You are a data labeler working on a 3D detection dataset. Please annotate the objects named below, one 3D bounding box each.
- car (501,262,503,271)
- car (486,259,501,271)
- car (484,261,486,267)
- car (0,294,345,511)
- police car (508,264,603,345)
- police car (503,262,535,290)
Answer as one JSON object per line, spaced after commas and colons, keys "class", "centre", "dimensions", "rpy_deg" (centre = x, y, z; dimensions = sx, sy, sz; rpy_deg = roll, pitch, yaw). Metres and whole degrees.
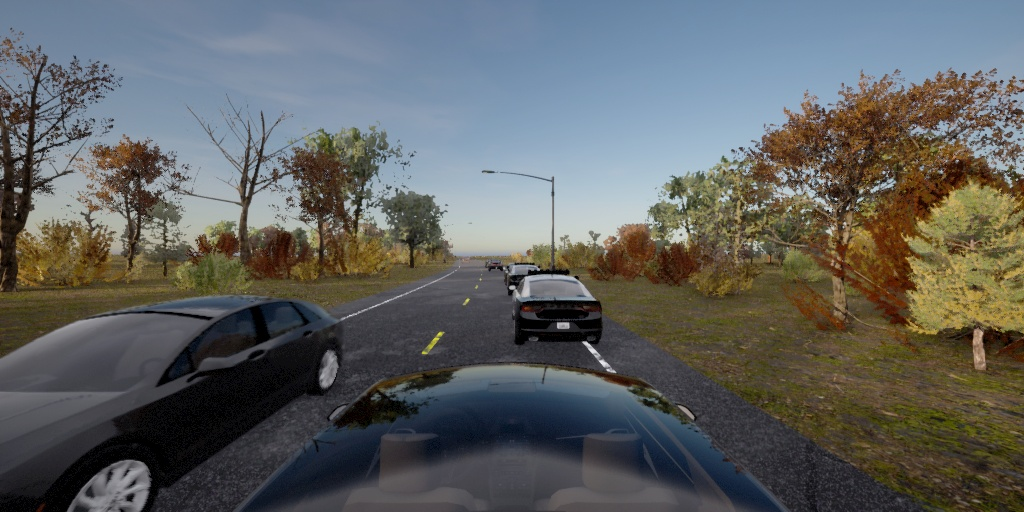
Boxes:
{"class": "car", "centre": [0.405, 1.217, 25.650], "dimensions": [1.882, 1.535, 5.008], "rpy_deg": [0, 0, -3]}
{"class": "car", "centre": [-2.184, 1.234, 47.321], "dimensions": [1.837, 1.490, 4.892], "rpy_deg": [0, 0, -5]}
{"class": "car", "centre": [-3.535, 1.209, 60.211], "dimensions": [2.128, 1.511, 4.902], "rpy_deg": [0, 0, -7]}
{"class": "car", "centre": [-3.560, 1.255, 3.827], "dimensions": [1.837, 1.490, 4.892], "rpy_deg": [0, 0, -1]}
{"class": "police car", "centre": [0.967, 1.174, 9.681], "dimensions": [1.930, 1.638, 5.238], "rpy_deg": [0, 0, -1]}
{"class": "police car", "centre": [0.674, 1.170, 19.732], "dimensions": [1.930, 1.638, 5.238], "rpy_deg": [0, 0, -2]}
